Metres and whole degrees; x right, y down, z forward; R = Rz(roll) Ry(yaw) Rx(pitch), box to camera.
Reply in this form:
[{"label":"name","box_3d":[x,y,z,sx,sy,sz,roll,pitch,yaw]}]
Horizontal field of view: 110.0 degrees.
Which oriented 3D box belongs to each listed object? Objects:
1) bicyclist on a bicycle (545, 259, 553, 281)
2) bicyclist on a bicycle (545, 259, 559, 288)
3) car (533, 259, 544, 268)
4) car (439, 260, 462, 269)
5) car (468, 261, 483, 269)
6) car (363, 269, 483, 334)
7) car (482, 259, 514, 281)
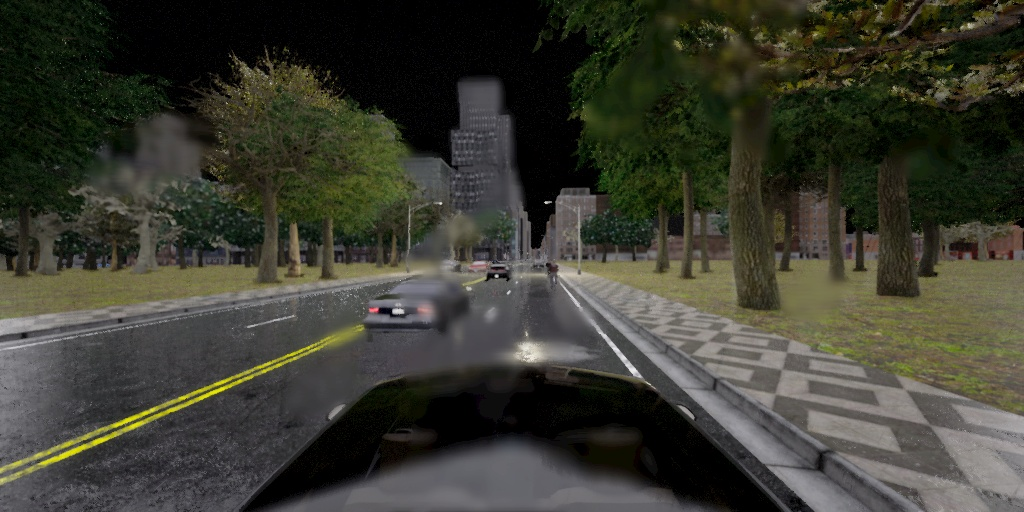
[{"label":"bicyclist on a bicycle","box_3d":[3.136,1.128,30.445,0.659,1.776,1.843,0,0,4]},{"label":"bicyclist on a bicycle","box_3d":[2.470,1.120,21.258,0.659,1.776,1.843,0,0,4]},{"label":"car","box_3d":[4.732,1.425,63.406,1.895,1.301,4.718,0,0,5]},{"label":"car","box_3d":[-6.905,1.260,40.524,2.128,1.511,4.902,0,0,4]},{"label":"car","box_3d":[-3.664,1.295,40.281,1.812,1.442,4.674,0,0,4]},{"label":"car","box_3d":[-2.361,1.295,10.565,2.033,1.411,5.357,0,0,4]},{"label":"car","box_3d":[-0.974,1.260,29.687,1.837,1.490,4.892,0,0,4]}]
